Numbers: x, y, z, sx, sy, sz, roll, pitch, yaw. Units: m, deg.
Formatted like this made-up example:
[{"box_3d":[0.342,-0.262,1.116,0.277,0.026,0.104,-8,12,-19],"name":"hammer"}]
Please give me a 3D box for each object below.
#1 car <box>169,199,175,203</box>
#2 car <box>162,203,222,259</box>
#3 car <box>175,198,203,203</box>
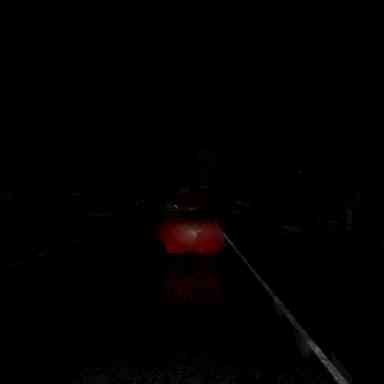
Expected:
[{"box_3d":[-3.487,2.134,64.523,2.033,1.411,5.357,0,0,1],"name":"car"},{"box_3d":[0.023,1.496,13.412,2.097,1.767,4.553,0,-1,0],"name":"car"},{"box_3d":[0.020,1.521,27.578,2.150,2.045,5.566,0,0,0],"name":"car"}]
